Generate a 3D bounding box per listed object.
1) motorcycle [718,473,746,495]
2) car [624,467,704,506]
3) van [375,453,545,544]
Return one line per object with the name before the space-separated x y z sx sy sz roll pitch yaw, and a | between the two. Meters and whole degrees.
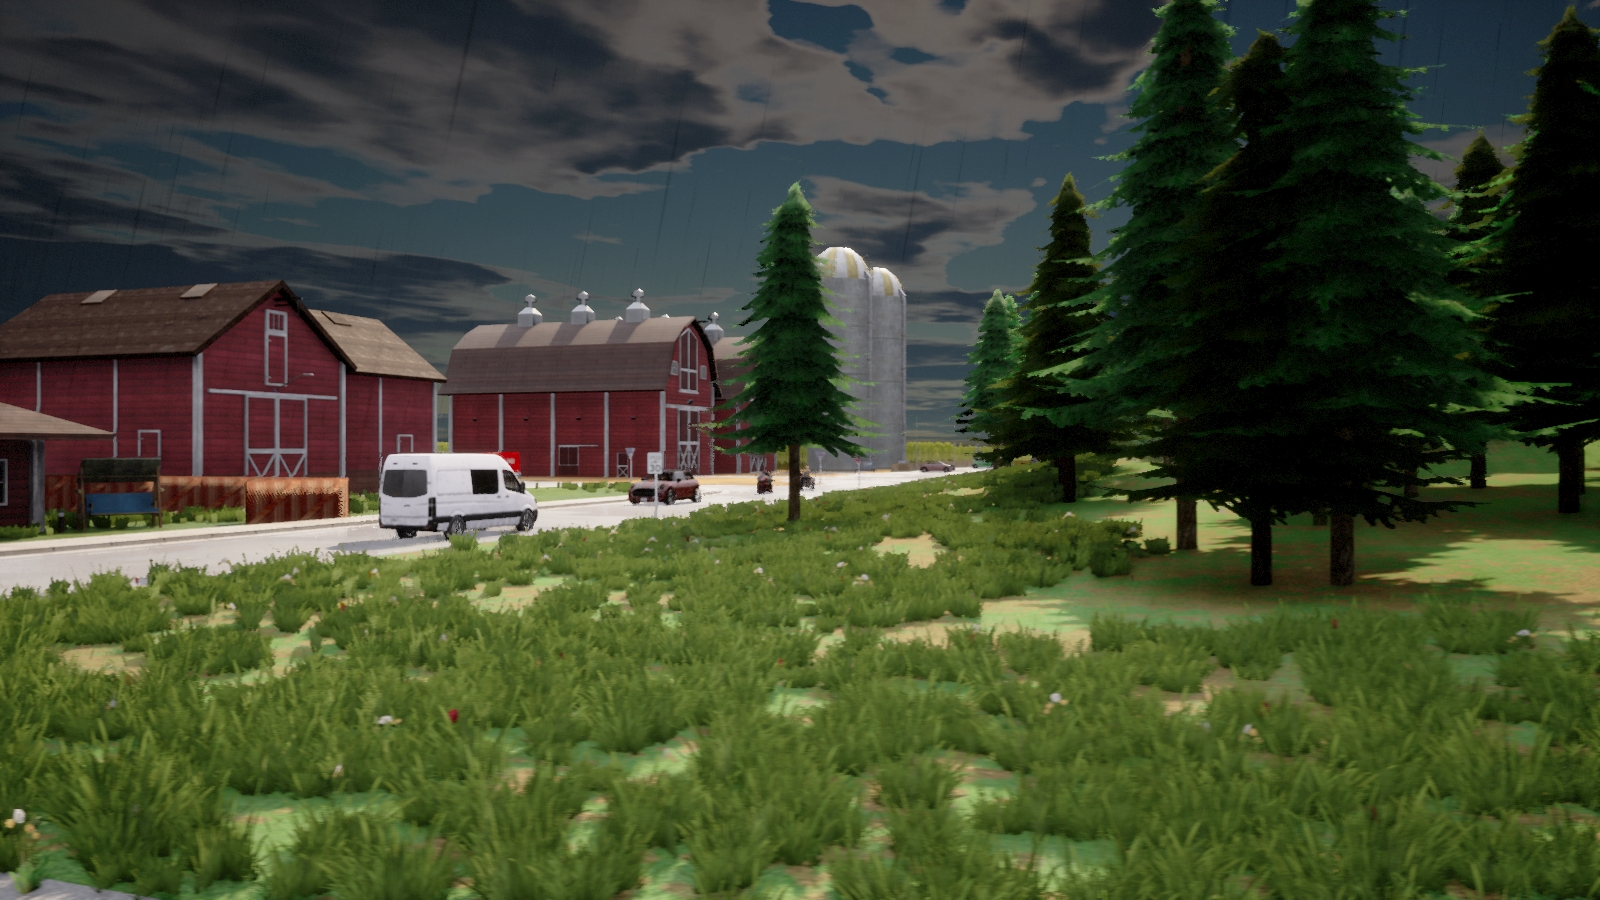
motorcycle | -4.148 2.051 69.612 0.867 1.251 2.209 0 1 20
car | -6.650 1.766 56.314 2.097 1.767 4.553 0 0 20
van | -10.429 1.394 35.656 1.988 2.561 5.915 0 0 20
